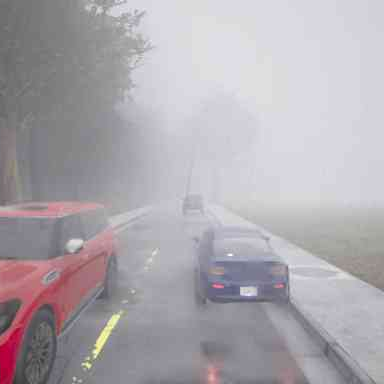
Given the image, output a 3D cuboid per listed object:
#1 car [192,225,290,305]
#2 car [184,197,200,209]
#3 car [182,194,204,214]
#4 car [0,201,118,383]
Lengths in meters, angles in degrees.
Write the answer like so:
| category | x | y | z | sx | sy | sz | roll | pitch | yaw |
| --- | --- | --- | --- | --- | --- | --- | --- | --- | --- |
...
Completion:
| category | x | y | z | sx | sy | sz | roll | pitch | yaw |
| --- | --- | --- | --- | --- | --- | --- | --- | --- | --- |
| car | 0.971 | 1.526 | 7.964 | 1.812 | 1.442 | 4.674 | 0 | 0 | 0 |
| car | 0.079 | 1.490 | 46.464 | 2.128 | 1.511 | 4.902 | 0 | 0 | 1 |
| car | 0.110 | 1.220 | 35.888 | 2.150 | 2.045 | 5.566 | 0 | 0 | 0 |
| car | -2.743 | 1.221 | 5.475 | 2.150 | 2.045 | 5.566 | 0 | 0 | 0 |
